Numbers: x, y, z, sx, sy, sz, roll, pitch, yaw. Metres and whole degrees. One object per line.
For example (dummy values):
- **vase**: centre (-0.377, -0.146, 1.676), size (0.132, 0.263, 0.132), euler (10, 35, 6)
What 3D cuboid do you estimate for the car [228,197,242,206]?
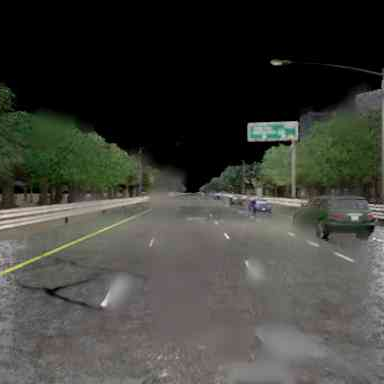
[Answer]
- **car**: centre (7.110, 1.502, 54.775), size (1.812, 1.442, 4.674), euler (0, 0, 0)

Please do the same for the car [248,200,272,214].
- **car**: centre (7.051, 1.520, 34.938), size (1.812, 1.442, 4.674), euler (0, 0, 0)

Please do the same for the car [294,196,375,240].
- **car**: centre (7.009, 1.222, 16.978), size (2.150, 2.045, 5.566), euler (0, 0, 0)
